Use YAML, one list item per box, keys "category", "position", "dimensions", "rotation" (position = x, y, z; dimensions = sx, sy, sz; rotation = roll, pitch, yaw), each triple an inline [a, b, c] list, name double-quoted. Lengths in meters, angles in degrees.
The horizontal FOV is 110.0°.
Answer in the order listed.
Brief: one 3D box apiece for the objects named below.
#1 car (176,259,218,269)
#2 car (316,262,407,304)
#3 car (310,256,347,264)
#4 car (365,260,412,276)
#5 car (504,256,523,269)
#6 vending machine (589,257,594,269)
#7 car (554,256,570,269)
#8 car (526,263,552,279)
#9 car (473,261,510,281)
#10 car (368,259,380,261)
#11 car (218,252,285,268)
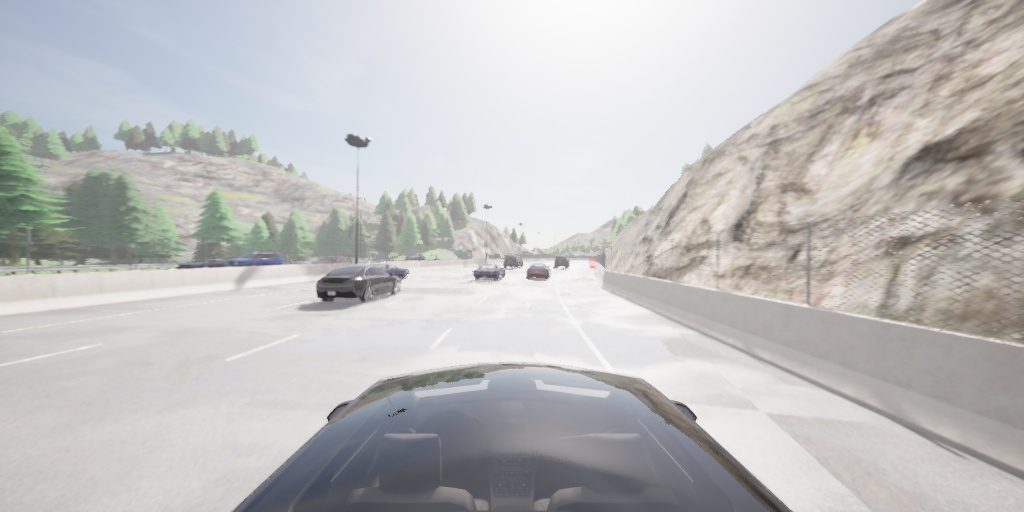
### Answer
- category: "car"
  position: [-29.164, 0.937, 34.521]
  dimensions: [1.895, 1.301, 4.718]
  rotation: [1, 0, 9]
- category: "car"
  position: [-6.576, 1.160, 15.892]
  dimensions: [1.837, 1.490, 4.892]
  rotation: [0, 0, 5]
- category: "car"
  position: [-20.949, 0.800, 41.093]
  dimensions: [2.097, 1.767, 4.553]
  rotation: [1, 0, 11]
- category: "car"
  position: [-9.282, 1.215, 26.181]
  dimensions: [1.895, 1.301, 4.718]
  rotation: [1, 0, 8]
- category: "car"
  position: [0.270, 0.957, 56.414]
  dimensions: [2.150, 2.045, 5.566]
  rotation: [1, 0, 14]
- category: "vending machine"
  position: [13.874, 1.117, 62.173]
  dimensions: [1.100, 2.100, 0.880]
  rotation: [0, 0, 13]
- category: "car"
  position: [8.367, 1.068, 60.024]
  dimensions: [2.150, 2.045, 5.566]
  rotation: [1, 0, 14]
- category: "car"
  position: [2.524, 1.339, 33.089]
  dimensions: [1.994, 1.385, 4.181]
  rotation: [1, 0, 10]
- category: "car"
  position: [-1.744, 1.318, 29.830]
  dimensions: [1.895, 1.301, 4.718]
  rotation: [1, 0, 9]
- category: "car"
  position: [-16.845, 1.068, 43.796]
  dimensions: [1.994, 1.385, 4.181]
  rotation: [1, 0, 12]
- category: "car"
  position: [-25.447, 0.607, 35.703]
  dimensions: [2.150, 2.045, 5.566]
  rotation: [1, 0, 9]
